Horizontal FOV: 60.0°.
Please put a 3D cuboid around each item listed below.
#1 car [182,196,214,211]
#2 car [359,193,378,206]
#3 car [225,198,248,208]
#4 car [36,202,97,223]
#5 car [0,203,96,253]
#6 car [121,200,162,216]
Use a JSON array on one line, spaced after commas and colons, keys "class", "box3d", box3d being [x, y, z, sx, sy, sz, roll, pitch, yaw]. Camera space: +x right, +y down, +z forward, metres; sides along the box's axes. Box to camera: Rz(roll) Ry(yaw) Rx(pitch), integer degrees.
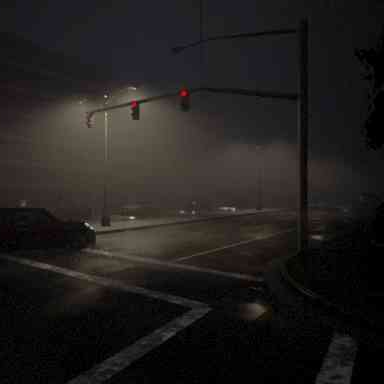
[{"class": "car", "box3d": [0.780, 1.352, 41.368, 2.097, 1.767, 4.553, 0, 0, 36]}, {"class": "car", "box3d": [28.735, 1.221, 54.037, 2.150, 2.045, 5.566, 0, 0, 36]}, {"class": "car", "box3d": [6.619, 1.564, 49.397, 1.994, 1.385, 4.181, 0, 0, 36]}, {"class": "car", "box3d": [-9.943, 1.564, 26.591, 1.994, 1.385, 4.181, 0, 0, 36]}, {"class": "car", "box3d": [-6.032, 1.352, 12.551, 4.553, 1.767, 2.097, 0, 0, -39]}, {"class": "car", "box3d": [-4.951, 1.524, 33.472, 1.812, 1.442, 4.674, 0, 0, 36]}]
